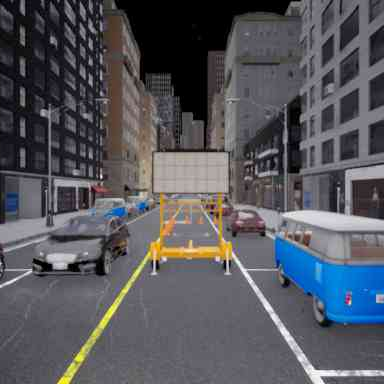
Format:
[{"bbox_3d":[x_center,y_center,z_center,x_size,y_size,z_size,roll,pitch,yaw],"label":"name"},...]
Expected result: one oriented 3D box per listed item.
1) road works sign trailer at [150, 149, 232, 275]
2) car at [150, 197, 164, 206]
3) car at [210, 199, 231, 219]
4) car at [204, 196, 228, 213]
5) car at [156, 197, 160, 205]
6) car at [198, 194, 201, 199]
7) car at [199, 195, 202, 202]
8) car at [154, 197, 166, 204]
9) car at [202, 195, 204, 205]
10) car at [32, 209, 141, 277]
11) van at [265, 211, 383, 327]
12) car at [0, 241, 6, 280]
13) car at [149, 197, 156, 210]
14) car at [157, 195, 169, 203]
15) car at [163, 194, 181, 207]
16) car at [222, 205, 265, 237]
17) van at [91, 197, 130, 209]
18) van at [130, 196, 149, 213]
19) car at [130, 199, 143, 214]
[{"bbox_3d":[-0.028,0.462,10.425,2.380,3.560,2.880,0,0,0],"label":"road works sign trailer"},{"bbox_3d":[-5.828,1.563,56.243,1.947,1.339,4.313,0,0,0],"label":"car"},{"bbox_3d":[2.776,1.577,28.760,1.802,1.307,4.206,0,0,0],"label":"car"},{"bbox_3d":[2.759,1.310,34.262,2.192,1.841,5.009,0,0,0],"label":"car"},{"bbox_3d":[-5.796,1.577,45.241,1.802,1.307,4.206,0,0,0],"label":"car"},{"bbox_3d":[2.666,1.566,67.270,1.947,1.339,4.313,0,0,0],"label":"car"},{"bbox_3d":[2.697,1.548,56.267,2.008,1.369,4.403,0,0,0],"label":"car"},{"bbox_3d":[-5.844,1.581,61.744,1.802,1.307,4.206,0,0,0],"label":"car"},{"bbox_3d":[2.729,1.435,45.265,1.967,1.590,4.097,0,0,0],"label":"car"},{"bbox_3d":[-3.129,1.489,10.324,2.128,1.511,4.902,0,0,0],"label":"car"},{"bbox_3d":[2.838,1.340,6.755,1.690,1.788,3.998,0,0,0],"label":"van"},{"bbox_3d":[-5.688,1.439,6.731,1.967,1.590,4.097,0,0,0],"label":"car"},{"bbox_3d":[-5.781,1.561,39.739,1.947,1.339,4.313,0,0,0],"label":"car"},{"bbox_3d":[-5.860,1.441,67.246,1.967,1.590,4.097,0,0,0],"label":"car"},{"bbox_3d":[-3.238,1.488,52.735,2.128,1.511,4.902,0,0,0],"label":"car"},{"bbox_3d":[2.807,1.578,17.758,1.802,1.307,4.206,0,0,0],"label":"car"},{"bbox_3d":[-5.735,1.336,23.236,1.690,1.788,3.998,0,0,0],"label":"van"},{"bbox_3d":[-5.766,1.336,34.238,1.690,1.788,3.998,0,0,0],"label":"van"},{"bbox_3d":[-5.750,1.546,28.736,2.008,1.369,4.403,0,0,0],"label":"car"}]
